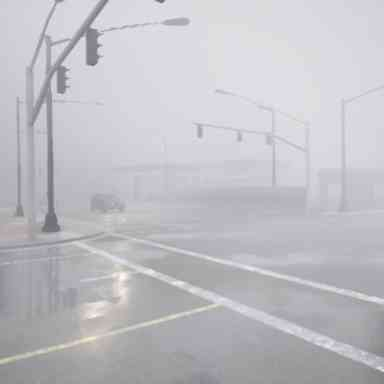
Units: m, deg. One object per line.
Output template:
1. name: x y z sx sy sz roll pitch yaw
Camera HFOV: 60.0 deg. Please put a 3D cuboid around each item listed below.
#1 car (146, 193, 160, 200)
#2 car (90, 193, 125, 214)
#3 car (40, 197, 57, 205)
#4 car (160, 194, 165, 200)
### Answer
1. car: -7.962 0.946 74.168 4.611 1.667 2.242 -1 1 -35
2. car: -9.207 1.160 35.823 2.150 2.045 5.566 -1 1 -37
3. car: -24.250 1.524 56.188 1.994 1.385 4.181 -1 0 -36
4. car: -3.990 1.094 69.947 3.806 1.475 1.970 -1 1 -35
